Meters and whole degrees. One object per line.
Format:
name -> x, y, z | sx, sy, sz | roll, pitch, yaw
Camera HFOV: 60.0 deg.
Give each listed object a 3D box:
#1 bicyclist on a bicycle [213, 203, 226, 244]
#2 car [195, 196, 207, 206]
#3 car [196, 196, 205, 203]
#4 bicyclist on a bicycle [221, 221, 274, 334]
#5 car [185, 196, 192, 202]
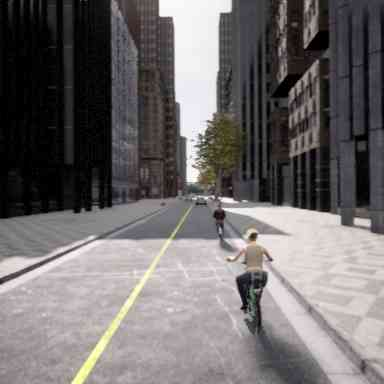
bicyclist on a bicycle -> 1.240, 1.383, 15.036 | 0.659, 1.776, 1.843 | 0, 0, 1
car -> 1.638, 1.727, 60.057 | 1.994, 1.385, 4.181 | 0, 0, 1
car -> 1.908, 1.736, 75.032 | 1.837, 1.490, 4.892 | 0, 0, 1
bicyclist on a bicycle -> 1.037, 1.434, 5.771 | 0.866, 1.612, 1.509 | 0, 0, 1
car -> -0.864, 1.803, 84.239 | 1.837, 1.490, 4.892 | 0, 0, 1
